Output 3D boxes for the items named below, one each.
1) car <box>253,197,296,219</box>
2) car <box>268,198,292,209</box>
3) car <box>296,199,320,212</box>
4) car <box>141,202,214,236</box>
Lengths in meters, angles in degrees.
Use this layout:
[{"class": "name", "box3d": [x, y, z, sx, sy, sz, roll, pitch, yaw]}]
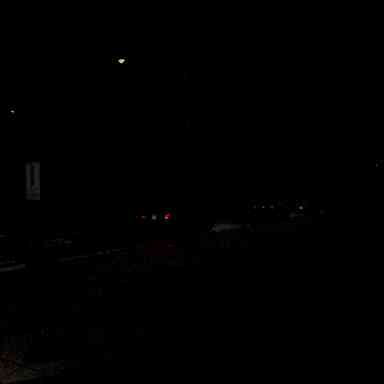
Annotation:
[{"class": "car", "box3d": [7.189, 1.337, 29.558, 2.097, 1.767, 4.553, -1, 0, 35]}, {"class": "car", "box3d": [13.068, 1.614, 49.094, 1.812, 1.442, 4.674, -1, -1, 35]}, {"class": "car", "box3d": [13.187, 1.529, 38.020, 1.812, 1.442, 4.674, -1, -1, 35]}, {"class": "car", "box3d": [-0.669, 1.321, 18.464, 2.097, 1.767, 4.553, -1, 0, 35]}]
